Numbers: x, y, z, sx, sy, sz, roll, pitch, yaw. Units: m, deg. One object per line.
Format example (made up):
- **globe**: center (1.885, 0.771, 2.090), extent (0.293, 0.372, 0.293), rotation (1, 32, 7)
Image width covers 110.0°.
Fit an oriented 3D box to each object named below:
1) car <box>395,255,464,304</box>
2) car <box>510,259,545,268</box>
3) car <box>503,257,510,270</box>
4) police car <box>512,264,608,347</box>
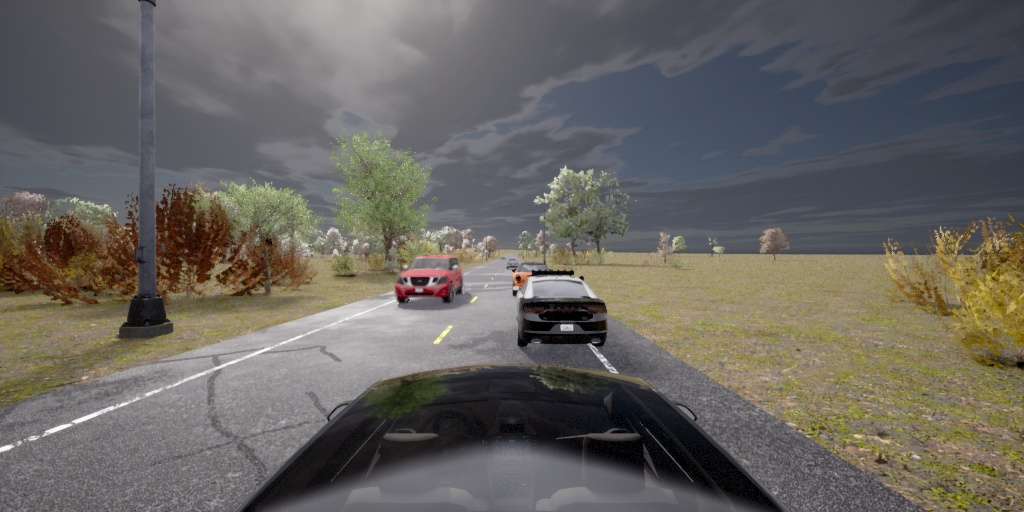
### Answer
- **car**: center (-3.584, 0.967, 16.614), extent (2.150, 2.045, 5.566), rotation (0, 0, 0)
- **car**: center (1.069, 1.095, 19.348), extent (2.097, 1.767, 4.553), rotation (0, 0, 0)
- **car**: center (0.128, 1.246, 52.939), extent (2.033, 1.411, 5.357), rotation (0, 0, 0)
- **police car**: center (1.059, 1.174, 9.488), extent (1.930, 1.638, 5.238), rotation (0, 0, 0)
